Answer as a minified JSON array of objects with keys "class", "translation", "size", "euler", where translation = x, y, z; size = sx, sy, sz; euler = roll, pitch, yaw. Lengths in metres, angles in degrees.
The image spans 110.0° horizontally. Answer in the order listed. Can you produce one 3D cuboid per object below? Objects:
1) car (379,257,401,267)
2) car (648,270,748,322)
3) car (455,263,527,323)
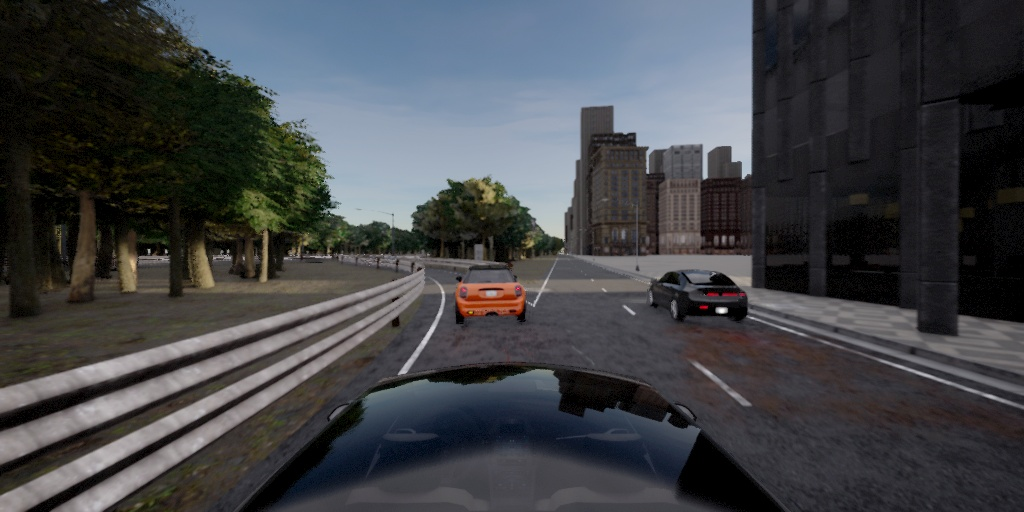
[{"class":"car","translation":[-18.719,0.862,55.293],"size":[1.837,1.490,4.892],"euler":[-1,1,-38]},{"class":"car","translation":[5.961,1.204,12.038],"size":[1.837,1.490,4.892],"euler":[0,0,8]},{"class":"car","translation":[-0.838,1.081,12.290],"size":[2.097,1.767,4.553],"euler":[-1,0,-7]}]
